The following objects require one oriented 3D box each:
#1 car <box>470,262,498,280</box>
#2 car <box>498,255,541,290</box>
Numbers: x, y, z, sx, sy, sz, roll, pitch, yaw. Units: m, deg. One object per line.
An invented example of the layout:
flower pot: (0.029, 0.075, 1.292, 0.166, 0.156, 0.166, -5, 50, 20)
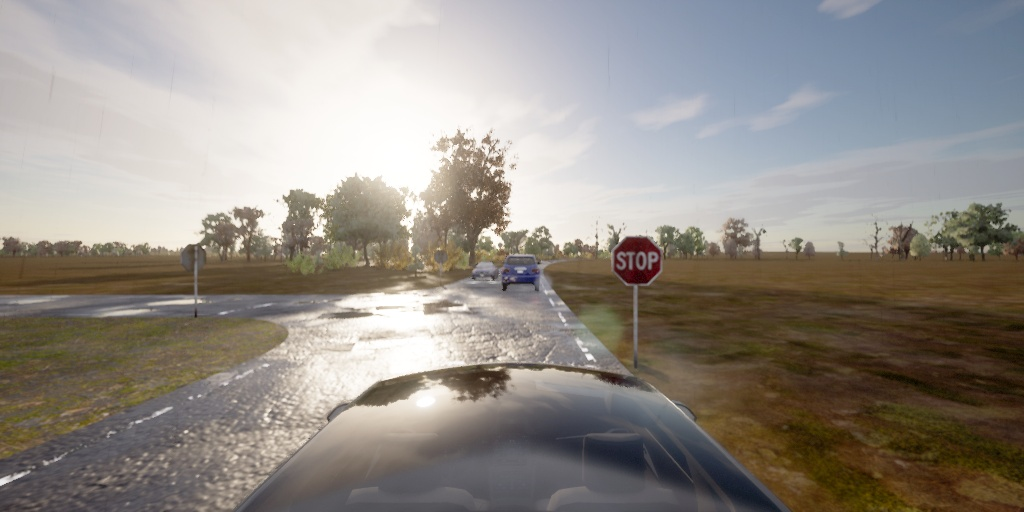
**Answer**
car: (-2.201, 1.237, 30.366, 1.812, 1.442, 4.674, 0, 0, 4)
car: (0.578, 0.944, 22.180, 2.150, 2.045, 5.566, 0, 0, 3)
